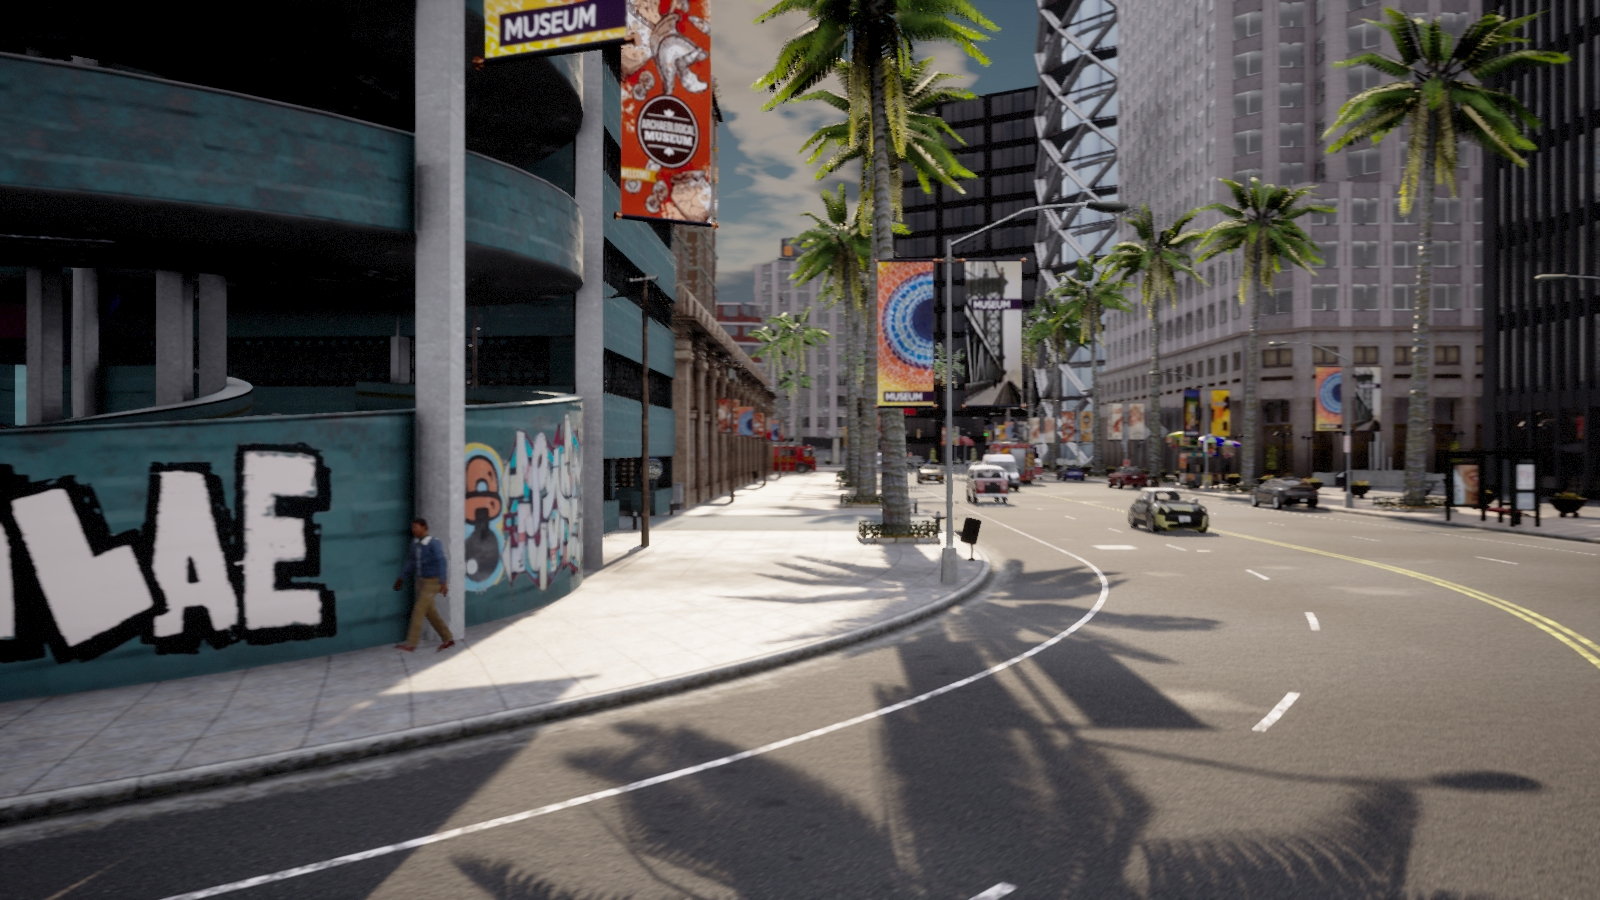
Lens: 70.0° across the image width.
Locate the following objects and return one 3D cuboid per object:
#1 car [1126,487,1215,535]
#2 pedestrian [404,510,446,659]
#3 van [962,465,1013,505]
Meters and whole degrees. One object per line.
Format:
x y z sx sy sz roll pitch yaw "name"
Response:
12.842 2.089 39.866 1.970 1.475 3.806 0 0 2 "car"
-4.828 1.712 14.727 0.375 1.860 0.375 0 0 41 "pedestrian"
9.946 1.827 60.950 2.069 2.038 4.480 0 0 1 "van"
